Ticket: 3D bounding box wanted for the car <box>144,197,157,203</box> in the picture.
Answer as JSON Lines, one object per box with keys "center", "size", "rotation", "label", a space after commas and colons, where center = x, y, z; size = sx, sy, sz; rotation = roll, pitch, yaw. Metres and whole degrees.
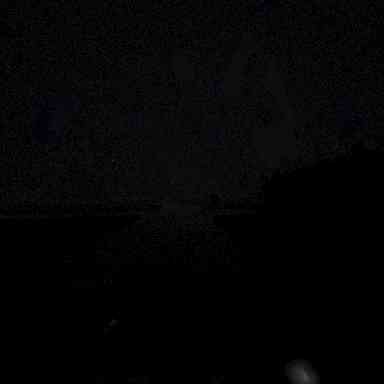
{"center": [-10.904, 2.054, 86.230], "size": [1.882, 1.535, 5.008], "rotation": [-1, 0, -37], "label": "car"}
